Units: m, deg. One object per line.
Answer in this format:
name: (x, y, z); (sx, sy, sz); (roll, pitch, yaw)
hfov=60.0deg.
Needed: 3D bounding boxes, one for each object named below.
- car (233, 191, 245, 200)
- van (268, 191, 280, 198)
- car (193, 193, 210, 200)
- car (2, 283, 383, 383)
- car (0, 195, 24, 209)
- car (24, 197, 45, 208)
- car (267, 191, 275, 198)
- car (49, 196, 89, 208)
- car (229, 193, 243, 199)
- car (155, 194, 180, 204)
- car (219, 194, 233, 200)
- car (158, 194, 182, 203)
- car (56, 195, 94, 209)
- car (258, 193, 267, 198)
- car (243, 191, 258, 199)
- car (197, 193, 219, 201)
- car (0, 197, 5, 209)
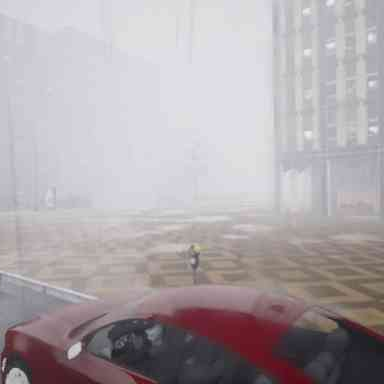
car: (8.996, 1.053, 71.092); (1.802, 1.307, 4.206); (-1, 0, 36)
van: (21.963, 0.662, 88.999); (1.690, 1.788, 3.998); (-1, 0, 36)
car: (2.209, 1.037, 76.009); (1.967, 1.590, 4.097); (-1, 0, 36)
car: (0.038, 1.546, 2.963); (4.507, 1.381, 1.887); (0, -1, 36)
car: (-23.731, 1.235, 40.196); (2.192, 1.841, 5.009); (-1, 0, 36)
car: (-20.486, 1.423, 44.674); (1.887, 1.381, 4.507); (-1, 0, 36)
car: (18.723, 0.939, 84.522); (1.802, 1.307, 4.206); (-1, 0, 36)
car: (-16.754, 1.322, 45.418); (1.837, 1.490, 4.892); (-1, 0, 36)
car: (11.938, 1.049, 89.439); (1.947, 1.339, 4.313); (-1, 0, 36)
car: (-3.975, 1.069, 53.186); (1.967, 1.590, 4.097); (-1, 0, 36)
car: (5.754, 1.055, 66.616); (1.887, 1.381, 4.507); (-1, 0, 36)
car: (-4.085, 1.188, 62.750); (1.812, 1.442, 4.674); (-1, 0, 36)
car: (-13.702, 1.193, 39.756); (1.967, 1.590, 4.097); (-1, 0, 36)
car: (15.480, 0.945, 80.045); (2.008, 1.369, 4.403); (-1, 0, 36)
car: (12.236, 0.747, 75.569); (2.192, 1.841, 5.009); (-1, 0, 36)
car: (2.511, 1.100, 62.139); (2.008, 1.369, 4.403); (-1, 0, 36)
car: (-20.185, 1.419, 30.803); (1.802, 1.307, 4.206); (-1, 0, 36)
